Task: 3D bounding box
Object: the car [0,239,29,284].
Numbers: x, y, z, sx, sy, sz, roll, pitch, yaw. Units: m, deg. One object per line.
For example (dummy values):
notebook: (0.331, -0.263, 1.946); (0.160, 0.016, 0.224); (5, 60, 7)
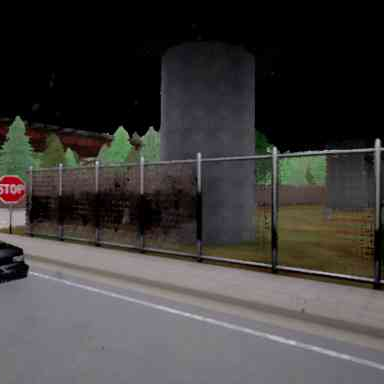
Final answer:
car: (-6.201, 1.507, 8.297); (5.357, 1.411, 2.033); (0, 0, 36)
